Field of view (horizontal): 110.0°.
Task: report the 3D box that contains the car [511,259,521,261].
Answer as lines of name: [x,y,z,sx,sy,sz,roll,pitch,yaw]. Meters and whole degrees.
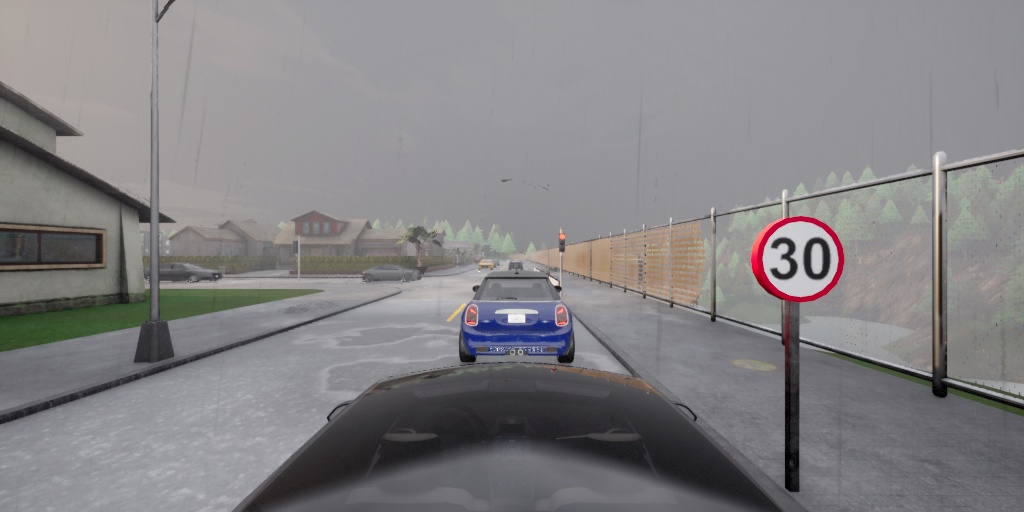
car: [0.553,1.227,52.202,1.882,1.535,5.008,0,0,0]

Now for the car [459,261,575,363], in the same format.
car: [0.115,1.102,8.332,2.097,1.767,4.553,0,0,1]

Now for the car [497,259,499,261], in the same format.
car: [-3.558,1.255,60.650,1.837,1.490,4.892,0,0,1]

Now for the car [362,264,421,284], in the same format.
car: [-8.980,1.314,26.908,4.181,1.385,1.994,0,0,-6]

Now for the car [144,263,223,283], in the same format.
car: [-24.364,1.255,26.687,4.892,1.490,1.837,0,0,1]

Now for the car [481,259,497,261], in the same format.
car: [-3.661,1.227,51.200,1.882,1.535,5.008,0,0,1]
